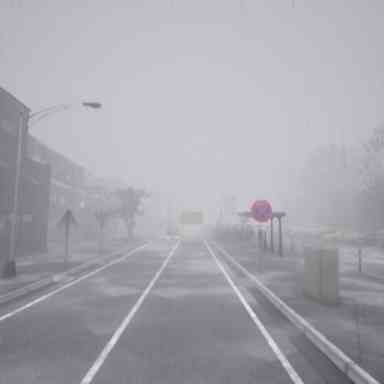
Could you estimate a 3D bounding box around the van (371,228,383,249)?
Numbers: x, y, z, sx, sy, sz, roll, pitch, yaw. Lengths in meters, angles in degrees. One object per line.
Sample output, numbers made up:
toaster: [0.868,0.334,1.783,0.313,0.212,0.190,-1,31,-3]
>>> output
van: [18.952,4.192,29.660,4.442,1.987,1.878,0,-5,0]

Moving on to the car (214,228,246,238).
car: [5.728,6.265,50.931,4.674,1.452,2.002,0,-5,0]

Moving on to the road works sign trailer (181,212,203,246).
road works sign trailer: [-0.005,3.907,35.740,2.380,3.560,2.880,0,-5,-1]

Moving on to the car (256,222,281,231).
car: [18.790,8.514,82.224,5.566,2.045,2.435,0,-4,0]

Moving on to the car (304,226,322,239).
car: [18.818,5.829,46.233,4.892,1.521,2.231,0,-5,0]

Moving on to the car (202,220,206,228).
car: [5.662,8.039,76.108,5.566,2.045,2.435,0,-4,0]

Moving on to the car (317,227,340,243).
car: [18.634,5.355,40.703,5.366,1.575,1.946,0,-5,0]

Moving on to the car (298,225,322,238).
car: [18.813,6.063,48.999,5.008,1.535,2.097,0,-5,0]

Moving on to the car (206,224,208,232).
car: [5.735,7.431,64.901,4.792,1.488,2.163,0,-5,0]

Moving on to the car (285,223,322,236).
car: [18.771,6.284,54.552,5.566,2.045,2.435,0,-5,0]

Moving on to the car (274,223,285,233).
car: [18.973,7.230,62.831,5.366,1.575,1.946,0,-5,0]

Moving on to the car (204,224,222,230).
car: [5.667,9.407,90.061,4.674,1.452,2.002,0,-4,0]

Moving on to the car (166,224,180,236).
car: [-3.300,6.518,57.789,2.150,2.045,5.566,0,-4,1]

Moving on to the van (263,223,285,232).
van: [18.885,8.112,76.688,4.442,1.987,1.878,0,-4,0]

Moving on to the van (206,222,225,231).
van: [5.798,8.495,81.697,4.442,1.987,1.878,0,-4,0]

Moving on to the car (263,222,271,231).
car: [18.748,7.654,71.153,5.566,2.045,2.435,0,-5,0]

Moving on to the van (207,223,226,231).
van: [5.802,8.280,78.902,4.442,1.987,1.878,0,-4,0]

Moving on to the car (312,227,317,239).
car: [18.845,5.623,43.465,4.792,1.488,2.163,0,-5,0]

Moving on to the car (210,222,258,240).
car: [5.705,5.499,45.369,5.566,2.045,2.435,0,-5,0]

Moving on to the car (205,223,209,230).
car: [5.704,7.852,70.497,4.892,1.521,2.231,0,-5,0]

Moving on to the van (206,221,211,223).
van: [5.810,7.848,73.314,4.442,1.987,1.878,0,-5,0]

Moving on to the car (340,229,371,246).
car: [18.799,4.917,35.168,4.792,1.488,2.163,0,-5,0]

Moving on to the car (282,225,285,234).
car: [18.790,6.770,57.295,4.892,1.521,2.231,0,-5,0]

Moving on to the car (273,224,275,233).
car: [18.755,7.492,65.591,4.792,1.488,2.163,0,-5,0]

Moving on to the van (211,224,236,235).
van: [5.826,6.944,62.129,4.442,1.987,1.878,0,-5,0]

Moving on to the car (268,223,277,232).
car: [18.809,7.714,68.365,4.792,1.488,2.163,0,-5,0]

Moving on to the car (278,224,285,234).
car: [18.787,7.002,60.063,5.008,1.535,2.097,0,-5,0]

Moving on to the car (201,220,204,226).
car: [5.637,9.332,92.878,5.566,2.045,2.435,0,-4,0]

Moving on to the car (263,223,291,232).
car: [18.801,7.873,73.921,5.566,2.045,2.435,0,-4,0]

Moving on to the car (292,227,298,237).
car: [18.809,6.299,51.765,5.008,1.535,2.097,0,-5,0]

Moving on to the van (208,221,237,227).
van: [5.597,6.712,59.337,4.442,1.987,1.878,0,-5,0]

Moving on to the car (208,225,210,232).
car: [5.712,6.700,56.521,5.008,1.535,2.097,0,-5,0]
